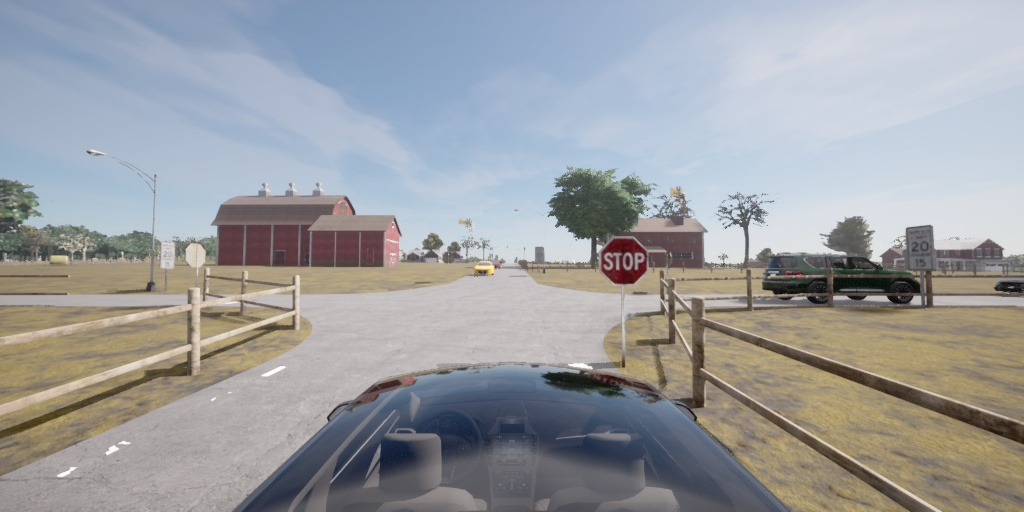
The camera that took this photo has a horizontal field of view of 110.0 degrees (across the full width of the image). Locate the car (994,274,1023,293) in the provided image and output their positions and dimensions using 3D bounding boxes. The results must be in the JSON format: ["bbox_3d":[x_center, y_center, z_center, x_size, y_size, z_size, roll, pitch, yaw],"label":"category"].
[{"bbox_3d":[27.774,1.342,18.233,4.892,1.490,1.837,0,-2,0],"label":"car"}]

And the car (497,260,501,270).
[{"bbox_3d":[-2.857,1.384,58.290,1.882,1.535,5.008,0,0,0],"label":"car"}]

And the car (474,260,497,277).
[{"bbox_3d":[-2.872,1.296,37.533,1.882,1.535,5.008,0,0,0],"label":"car"}]

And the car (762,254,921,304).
[{"bbox_3d":[13.907,0.942,15.408,5.566,2.045,2.150,0,-2,0],"label":"car"}]
